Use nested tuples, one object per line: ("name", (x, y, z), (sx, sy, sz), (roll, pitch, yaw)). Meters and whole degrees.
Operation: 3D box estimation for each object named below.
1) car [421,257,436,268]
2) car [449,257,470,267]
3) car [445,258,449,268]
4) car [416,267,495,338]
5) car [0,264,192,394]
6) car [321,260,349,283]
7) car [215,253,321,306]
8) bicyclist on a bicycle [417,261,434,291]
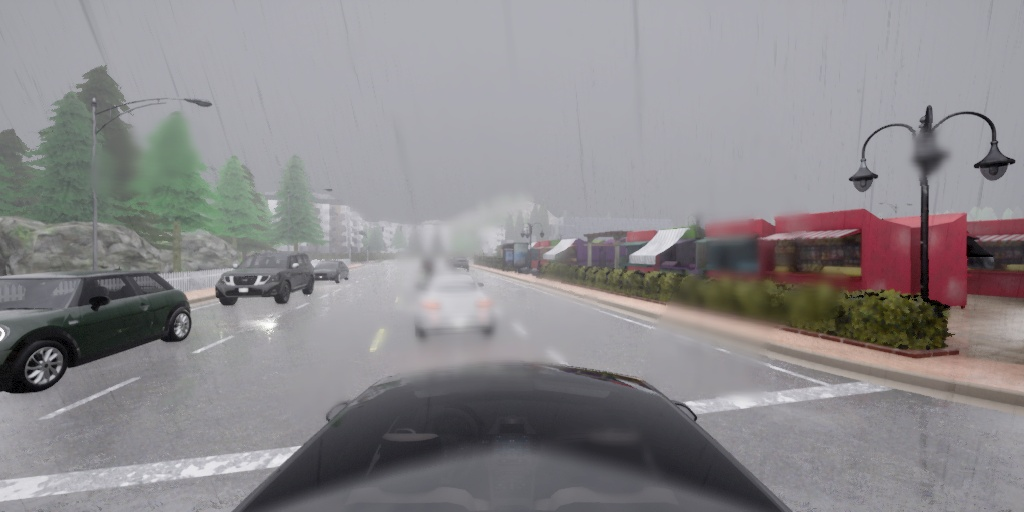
("car", (-11.830, 0.895, 50.837), (1.837, 1.490, 4.892), (0, 0, -14))
("car", (-6.079, 0.961, 42.357), (1.837, 1.490, 4.892), (0, 0, -14))
("car", (-8.441, 0.866, 51.392), (1.882, 1.535, 5.008), (0, 0, -14))
("car", (-1.660, 1.223, 9.975), (1.812, 1.442, 4.674), (0, 0, -13))
("car", (-8.133, 1.075, 6.352), (2.097, 1.767, 4.553), (0, 0, -13))
("car", (-12.852, 1.086, 25.352), (1.837, 1.490, 4.892), (0, 0, -14))
("car", (-10.458, 0.874, 15.755), (2.150, 2.045, 5.566), (0, 0, -14))
("bicyclist on a bicycle", (-4.683, 1.077, 19.768), (0.582, 1.620, 1.656), (0, 1, 24))
